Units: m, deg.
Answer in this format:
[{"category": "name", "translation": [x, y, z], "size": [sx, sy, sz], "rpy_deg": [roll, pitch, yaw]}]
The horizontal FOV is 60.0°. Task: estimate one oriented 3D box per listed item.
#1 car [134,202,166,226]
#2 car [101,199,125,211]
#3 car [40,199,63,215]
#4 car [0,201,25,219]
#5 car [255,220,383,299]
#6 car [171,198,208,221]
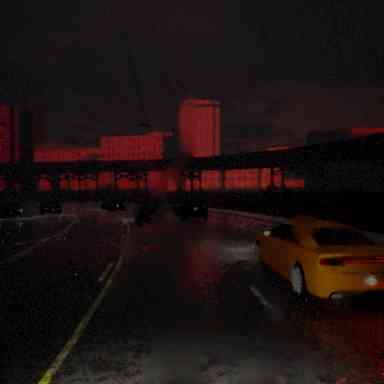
[{"category": "car", "translation": [-3.031, 1.447, 23.600], "size": [1.882, 1.535, 5.008], "rpy_deg": [0, 0, -13]}, {"category": "car", "translation": [-9.533, 1.543, 39.956], "size": [1.994, 1.385, 4.181], "rpy_deg": [-1, 0, -29]}, {"category": "car", "translation": [-14.829, 1.566, 34.860], "size": [1.837, 1.490, 4.892], "rpy_deg": [0, 0, -29]}, {"category": "car", "translation": [-16.781, 1.593, 31.019], "size": [1.837, 1.490, 4.892], "rpy_deg": [0, 0, -26]}, {"category": "car", "translation": [3.025, 1.447, 8.464], "size": [1.882, 1.535, 5.008], "rpy_deg": [0, 0, -5]}, {"category": "car", "translation": [-0.308, 1.293, 26.921], "size": [2.097, 1.767, 4.553], "rpy_deg": [-1, 0, -16]}]
